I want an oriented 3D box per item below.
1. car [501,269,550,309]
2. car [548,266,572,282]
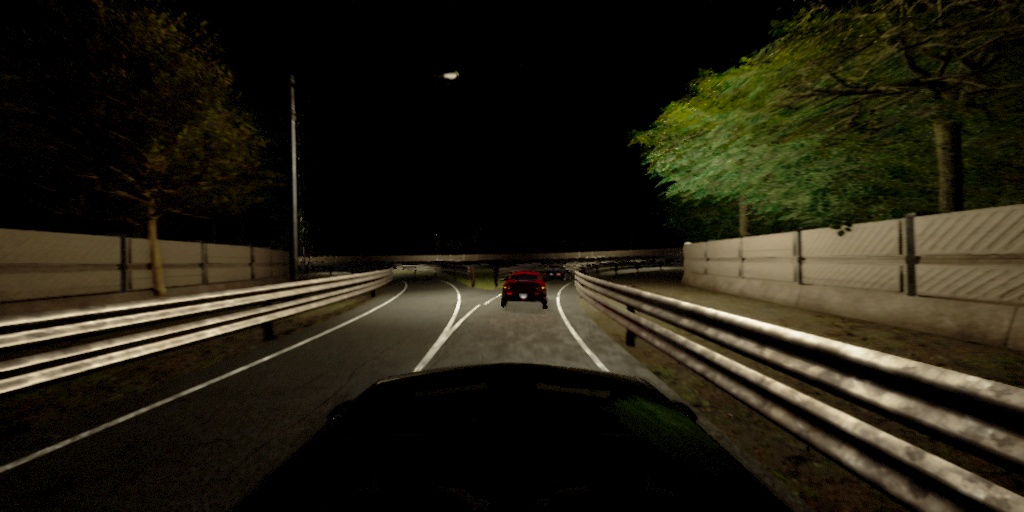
[{"bbox_3d":[0.624,1.397,15.681,1.812,1.442,4.674,0,-2,5],"label":"car"},{"bbox_3d":[4.277,1.660,33.740,2.033,1.411,5.357,-1,-1,19],"label":"car"}]
